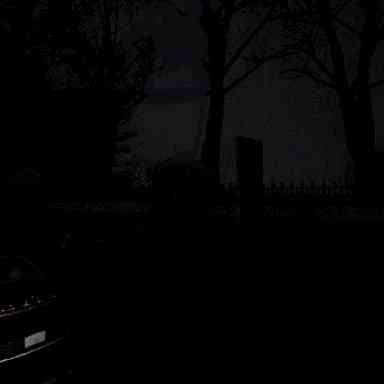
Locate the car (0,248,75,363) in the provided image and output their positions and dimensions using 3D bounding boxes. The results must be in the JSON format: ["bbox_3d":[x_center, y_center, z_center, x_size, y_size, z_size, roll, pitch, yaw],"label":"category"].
[{"bbox_3d":[-3.709,1.590,5.371,4.403,1.369,2.008,0,0,36],"label":"car"}]
